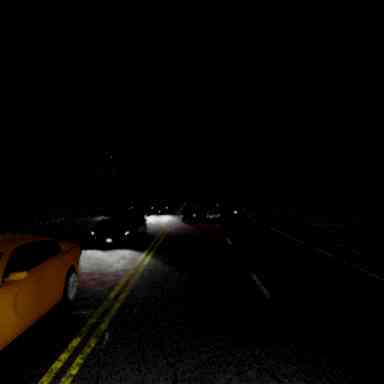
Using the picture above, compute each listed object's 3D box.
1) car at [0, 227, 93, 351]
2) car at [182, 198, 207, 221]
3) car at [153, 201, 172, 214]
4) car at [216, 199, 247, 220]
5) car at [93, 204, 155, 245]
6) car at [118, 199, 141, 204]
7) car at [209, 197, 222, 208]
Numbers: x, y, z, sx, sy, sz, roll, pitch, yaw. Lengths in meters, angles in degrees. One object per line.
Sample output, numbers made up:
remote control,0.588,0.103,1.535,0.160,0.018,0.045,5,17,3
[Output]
car,-3.329,1.470,5.250,1.882,1.535,5.008,0,0,0
car,0.188,1.510,26.692,1.812,1.442,4.674,0,0,0
car,-3.148,1.575,34.636,1.895,1.301,4.718,0,0,1
car,3.442,1.553,28.348,1.994,1.385,4.181,0,0,0
car,-3.255,1.534,15.825,2.033,1.411,5.357,0,0,1
car,-6.407,1.448,33.932,1.882,1.535,5.008,0,0,1
car,3.507,1.472,48.184,1.837,1.490,4.892,0,0,0
